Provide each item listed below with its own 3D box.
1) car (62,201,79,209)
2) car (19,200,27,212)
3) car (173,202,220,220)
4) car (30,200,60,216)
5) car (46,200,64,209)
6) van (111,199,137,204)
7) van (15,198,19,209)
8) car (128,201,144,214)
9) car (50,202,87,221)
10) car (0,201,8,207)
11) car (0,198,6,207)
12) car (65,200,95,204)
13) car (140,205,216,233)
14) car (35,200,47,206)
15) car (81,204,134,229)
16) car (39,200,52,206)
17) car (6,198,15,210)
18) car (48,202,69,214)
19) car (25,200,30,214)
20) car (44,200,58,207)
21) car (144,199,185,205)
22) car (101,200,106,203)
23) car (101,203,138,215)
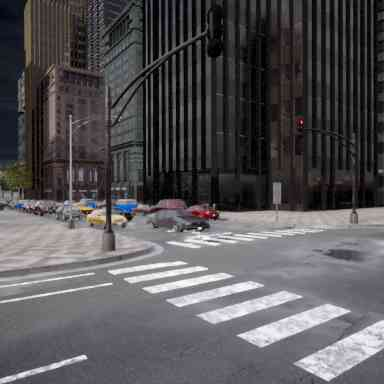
[{"bbox_3d":[-22.784,2.408,62.185,1.802,1.307,4.206,-1,0,-35],"label":"car"},{"bbox_3d":[-23.420,2.157,48.393,1.967,1.590,4.097,-1,0,-35],"label":"car"},{"bbox_3d":[0.554,1.829,29.471,1.887,1.381,4.507,-1,0,-35],"label":"car"},{"bbox_3d":[-17.749,1.901,40.438,2.192,1.841,5.009,-1,0,-35],"label":"car"},{"bbox_3d":[-25.046,2.317,60.777,1.882,1.535,5.008,0,-1,-35],"label":"car"},{"bbox_3d":[-8.299,1.833,41.906,1.690,1.788,3.998,-1,0,-35],"label":"van"},{"bbox_3d":[-26.260,2.123,52.371,1.690,1.788,3.998,-1,0,-35],"label":"van"},{"bbox_3d":[-5.344,2.005,37.761,1.802,1.307,4.206,-1,0,-35],"label":"car"},{"bbox_3d":[-12.069,2.004,32.483,2.008,1.369,4.403,-1,0,-35],"label":"car"},{"bbox_3d":[-44.524,2.771,77.983,1.802,1.307,4.206,-1,0,-35],"label":"car"},{"bbox_3d":[-41.403,2.667,73.606,1.887,1.381,4.507,-1,0,-35],"label":"car"},{"bbox_3d":[-12.821,1.989,38.155,1.882,1.535,5.008,0,-1,-35],"label":"car"},{"bbox_3d":[-1.086,1.783,21.687,2.033,1.411,5.357,0,-1,-36],"label":"car"},{"bbox_3d":[-37.889,2.711,83.361,2.008,1.369,4.403,-1,0,-35],"label":"car"},{"bbox_3d":[-6.297,1.844,24.390,1.752,1.417,4.829,-1,0,-35],"label":"car"},{"bbox_3d":[-34.868,2.661,79.126,1.947,1.339,4.313,-1,0,-35],"label":"car"},{"bbox_3d":[-32.036,2.354,60.471,1.967,1.590,4.097,-1,0,-35],"label":"car"},{"bbox_3d":[-18.672,2.173,46.420,1.812,1.442,4.674,0,-1,-35],"label":"car"},{"bbox_3d":[-20.581,2.196,44.416,1.887,1.381,4.507,-1,0,-35],"label":"car"},{"bbox_3d":[-31.846,2.596,74.890,1.947,1.339,4.313,-1,0,-35],"label":"car"},{"bbox_3d":[-2.401,1.669,33.616,2.192,1.841,5.009,-1,0,-35],"label":"car"},{"bbox_3d":[-11.249,1.876,46.051,2.192,1.841,5.009,-1,0,-35],"label":"car"},{"bbox_3d":[-7.037,1.976,30.029,1.895,1.301,4.718,0,-1,-36],"label":"car"}]
